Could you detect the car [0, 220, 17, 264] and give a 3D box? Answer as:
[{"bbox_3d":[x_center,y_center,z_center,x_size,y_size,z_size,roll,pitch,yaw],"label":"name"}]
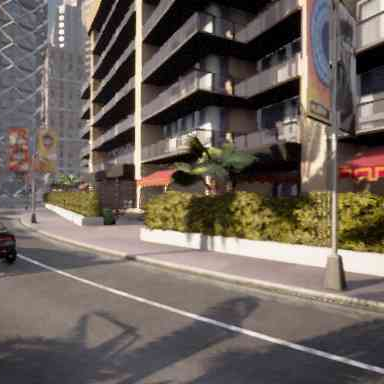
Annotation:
[{"bbox_3d":[-7.361,1.530,11.054,1.837,1.490,4.892,0,0,-44],"label":"car"}]
